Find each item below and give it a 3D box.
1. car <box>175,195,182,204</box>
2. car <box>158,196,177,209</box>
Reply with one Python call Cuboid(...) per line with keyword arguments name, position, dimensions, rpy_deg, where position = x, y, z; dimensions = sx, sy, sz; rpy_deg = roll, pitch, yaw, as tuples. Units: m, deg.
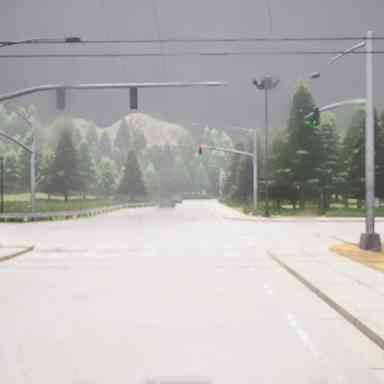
Cuboid(name="car", position=(-3.137, 1.477, 65.919), dimensions=(2.097, 1.767, 4.553), rpy_deg=(0, 0, 2))
Cuboid(name="car", position=(-3.510, 1.659, 46.640), dimensions=(1.994, 1.385, 4.181), rpy_deg=(0, 0, 0))
